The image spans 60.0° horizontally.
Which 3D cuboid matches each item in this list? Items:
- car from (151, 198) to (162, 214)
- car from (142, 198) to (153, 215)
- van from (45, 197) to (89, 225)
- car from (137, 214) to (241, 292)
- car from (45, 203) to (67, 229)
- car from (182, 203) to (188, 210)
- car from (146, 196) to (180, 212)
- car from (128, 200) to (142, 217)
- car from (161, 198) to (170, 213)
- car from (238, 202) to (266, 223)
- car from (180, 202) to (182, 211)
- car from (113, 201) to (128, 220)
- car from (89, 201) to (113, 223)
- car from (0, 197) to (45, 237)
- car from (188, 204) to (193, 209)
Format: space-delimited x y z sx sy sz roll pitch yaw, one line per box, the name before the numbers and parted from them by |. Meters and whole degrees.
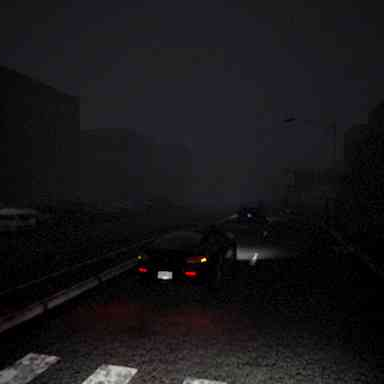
car | -6.240 1.702 36.307 5.008 1.535 2.097 0 -1 15
car | -6.954 1.670 33.645 4.892 1.521 2.231 0 -1 15
van | -9.846 1.346 23.134 4.442 1.987 1.878 0 0 15
car | 0.058 1.541 9.032 1.812 1.442 4.674 0 0 15
car | -10.471 1.596 20.322 4.674 1.452 2.002 0 0 15
car | -3.432 1.913 46.964 4.674 1.452 2.002 0 -1 15
car | -4.864 1.529 41.648 5.566 2.045 2.435 0 -1 15
car | -7.659 1.640 30.981 4.892 1.521 2.231 0 -1 15
car | -5.545 1.739 38.974 5.008 1.535 2.097 0 -1 15
car | 4.791 1.570 26.327 1.882 1.535 5.008 0 -1 15
car | -4.102 1.699 44.294 4.553 1.767 2.185 0 -1 15
car | -8.328 1.642 28.307 4.792 1.488 2.163 0 -1 15
car | -9.066 1.590 25.652 5.008 1.535 2.097 0 0 15
car | -11.146 1.292 17.648 5.566 2.045 2.435 0 0 15
car | -2.545 1.920 49.582 5.366 1.575 1.946 0 -1 15
